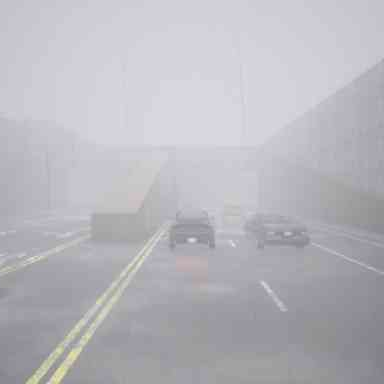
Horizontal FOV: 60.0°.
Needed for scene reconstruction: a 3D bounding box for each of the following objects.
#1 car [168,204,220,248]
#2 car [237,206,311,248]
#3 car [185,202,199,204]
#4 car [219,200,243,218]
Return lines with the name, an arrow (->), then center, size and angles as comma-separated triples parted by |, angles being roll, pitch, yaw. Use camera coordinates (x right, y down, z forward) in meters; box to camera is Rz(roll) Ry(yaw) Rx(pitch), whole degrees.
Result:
car -> 0.000, 1.516, 14.650 | 1.837, 1.490, 4.892 | 0, 0, 0
car -> 3.500, 1.563, 14.650 | 2.033, 1.411, 5.357 | 0, 0, 0
car -> 0.000, 1.563, 29.650 | 2.033, 1.411, 5.357 | 0, 0, 0
car -> 3.500, 1.485, 29.650 | 1.882, 1.535, 5.008 | 0, 0, 0
